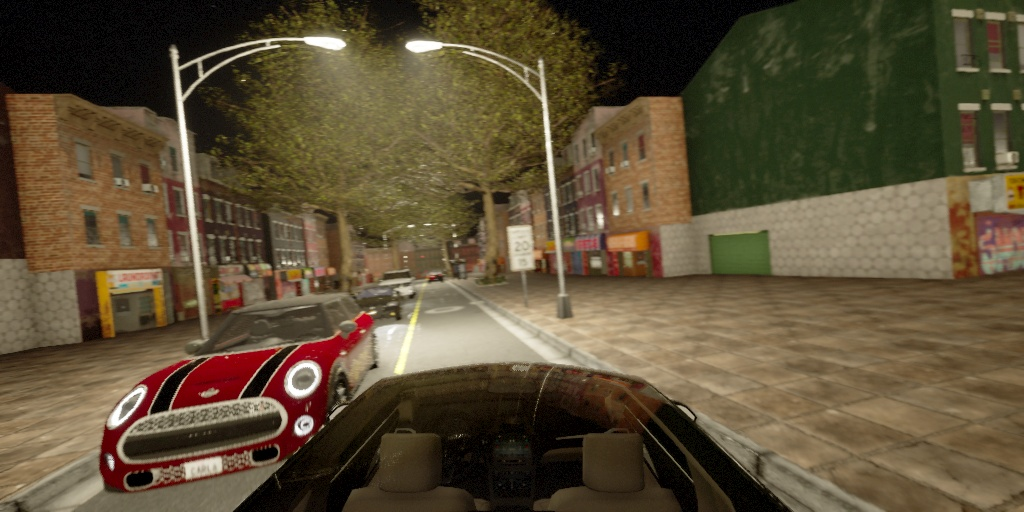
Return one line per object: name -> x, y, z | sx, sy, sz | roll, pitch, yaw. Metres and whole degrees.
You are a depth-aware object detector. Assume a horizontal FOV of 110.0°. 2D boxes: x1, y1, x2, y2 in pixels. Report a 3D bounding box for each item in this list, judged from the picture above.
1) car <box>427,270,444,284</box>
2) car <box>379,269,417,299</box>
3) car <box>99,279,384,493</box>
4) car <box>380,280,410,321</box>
car -> -9.836, 2.773, 46.381 | 2.128, 1.511, 4.902 | -6, -1, -13
car -> -8.053, 2.012, 25.495 | 2.150, 2.045, 5.566 | -6, -1, -13
car -> -3.463, 1.472, 5.565 | 2.097, 1.767, 4.553 | -6, 0, -13
car -> -5.677, 1.999, 15.255 | 1.994, 1.385, 4.181 | -6, -1, -14
